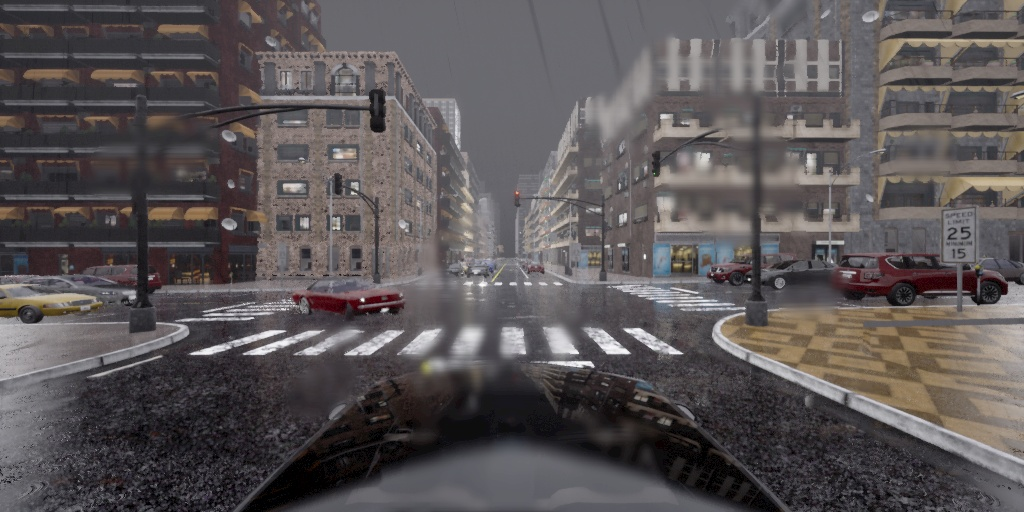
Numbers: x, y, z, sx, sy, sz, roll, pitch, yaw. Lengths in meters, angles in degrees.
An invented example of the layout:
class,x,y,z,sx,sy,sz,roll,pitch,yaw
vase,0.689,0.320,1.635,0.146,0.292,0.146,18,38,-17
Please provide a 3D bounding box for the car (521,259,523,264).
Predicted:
class,x,y,z,sx,sy,sz,roll,pitch,yaw
car,2.600,1.200,46.537,1.967,1.591,4.097,0,0,0

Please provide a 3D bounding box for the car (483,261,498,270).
class,x,y,z,sx,sy,sz,roll,pitch,yaw
car,-3.196,1.365,53.971,1.895,1.301,4.718,0,0,0

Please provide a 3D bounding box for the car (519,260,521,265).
class,x,y,z,sx,sy,sz,roll,pitch,yaw
car,2.577,1.349,57.902,1.802,1.307,4.207,0,0,0

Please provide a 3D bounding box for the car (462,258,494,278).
class,x,y,z,sx,sy,sz,roll,pitch,yaw
car,-3.165,1.247,34.029,2.128,1.511,4.902,0,0,0

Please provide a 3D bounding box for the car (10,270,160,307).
class,x,y,z,sx,sy,sz,roll,pitch,yaw
car,-18.748,1.563,15.381,4.902,1.511,2.128,-1,0,-1

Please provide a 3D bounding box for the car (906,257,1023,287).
class,x,y,z,sx,sy,sz,roll,pitch,yaw
car,24.727,0.807,19.052,5.357,1.411,2.033,-1,0,-1

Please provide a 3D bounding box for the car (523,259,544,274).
class,x,y,z,sx,sy,sz,roll,pitch,yaw
car,2.611,1.198,40.855,1.967,1.591,4.097,0,0,0

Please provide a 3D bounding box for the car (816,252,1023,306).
class,x,y,z,sx,sy,sz,roll,pitch,yaw
car,14.687,0.775,13.151,5.009,1.841,2.192,0,0,-1

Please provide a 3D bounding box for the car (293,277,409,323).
class,x,y,z,sx,sy,sz,roll,pitch,yaw
car,-5.787,1.438,12.709,4.718,1.301,1.895,-1,0,37

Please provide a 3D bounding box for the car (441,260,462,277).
class,x,y,z,sx,sy,sz,roll,pitch,yaw
car,-5.757,1.322,35.154,1.948,1.339,4.313,0,0,0

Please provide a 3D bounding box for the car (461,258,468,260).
class,x,y,z,sx,sy,sz,roll,pitch,yaw
car,-5.769,1.284,40.666,1.751,1.417,4.829,0,0,0

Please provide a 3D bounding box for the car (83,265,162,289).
class,x,y,z,sx,sy,sz,roll,pitch,yaw
car,-23.638,1.462,21.088,5.009,1.841,2.192,0,0,-1

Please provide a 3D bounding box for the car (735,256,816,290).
class,x,y,z,sx,sy,sz,roll,pitch,yaw
car,14.936,0.947,18.944,4.892,1.490,1.837,-1,0,-1

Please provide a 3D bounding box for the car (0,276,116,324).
class,x,y,z,sx,sy,sz,roll,pitch,yaw
car,-17.652,1.585,12.804,4.829,1.417,1.751,0,0,-1

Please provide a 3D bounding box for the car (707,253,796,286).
class,x,y,z,sx,sy,sz,roll,pitch,yaw
car,14.536,0.759,21.530,5.009,1.841,2.192,0,0,-1

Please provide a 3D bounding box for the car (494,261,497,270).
class,x,y,z,sx,sy,sz,roll,pitch,yaw
car,-3.183,1.237,43.451,1.882,1.535,5.008,0,0,0
